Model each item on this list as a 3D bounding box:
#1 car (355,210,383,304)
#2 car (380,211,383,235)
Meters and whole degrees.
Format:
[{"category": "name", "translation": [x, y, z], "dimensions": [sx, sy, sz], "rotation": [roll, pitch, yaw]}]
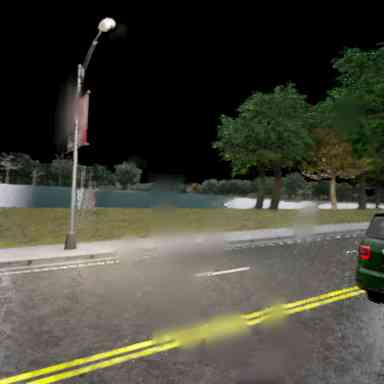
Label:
[{"category": "car", "translation": [5.855, 1.351, 7.239], "dimensions": [5.566, 2.045, 2.150], "rotation": [1, -1, -34]}, {"category": "car", "translation": [14.254, 1.894, 20.920], "dimensions": [5.357, 1.411, 2.033], "rotation": [1, -1, -34]}]
